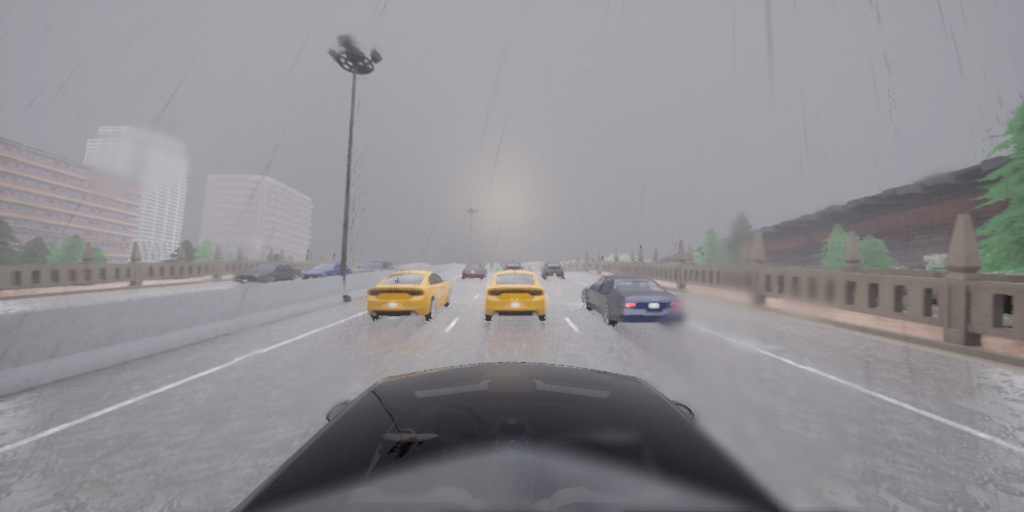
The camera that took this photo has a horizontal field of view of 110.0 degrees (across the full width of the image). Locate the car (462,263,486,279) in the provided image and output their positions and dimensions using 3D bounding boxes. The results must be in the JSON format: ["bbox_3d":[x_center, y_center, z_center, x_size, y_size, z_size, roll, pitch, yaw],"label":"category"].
[{"bbox_3d":[-3.396,1.344,32.941,1.994,1.385,4.181,0,0,0],"label":"car"}]

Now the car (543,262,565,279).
[{"bbox_3d":[3.604,1.286,32.556,1.837,1.490,4.892,0,0,0],"label":"car"}]

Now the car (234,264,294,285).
[{"bbox_3d":[-17.595,1.319,26.367,2.033,1.411,5.357,0,0,0],"label":"car"}]

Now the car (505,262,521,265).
[{"bbox_3d":[0.104,1.285,32.580,1.837,1.490,4.892,0,0,0],"label":"car"}]

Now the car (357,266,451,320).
[{"bbox_3d":[-3.398,1.238,12.700,1.882,1.535,5.008,0,0,0],"label":"car"}]

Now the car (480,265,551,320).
[{"bbox_3d":[0.102,1.238,12.709,1.882,1.535,5.008,0,0,0],"label":"car"}]

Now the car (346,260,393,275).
[{"bbox_3d":[-10.591,1.126,27.749,2.097,1.767,4.553,0,0,0],"label":"car"}]

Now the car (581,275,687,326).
[{"bbox_3d":[3.602,1.307,11.609,2.033,1.411,5.357,0,0,0],"label":"car"}]

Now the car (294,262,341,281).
[{"bbox_3d":[-14.092,1.251,27.534,1.882,1.535,5.008,0,0,0],"label":"car"}]
